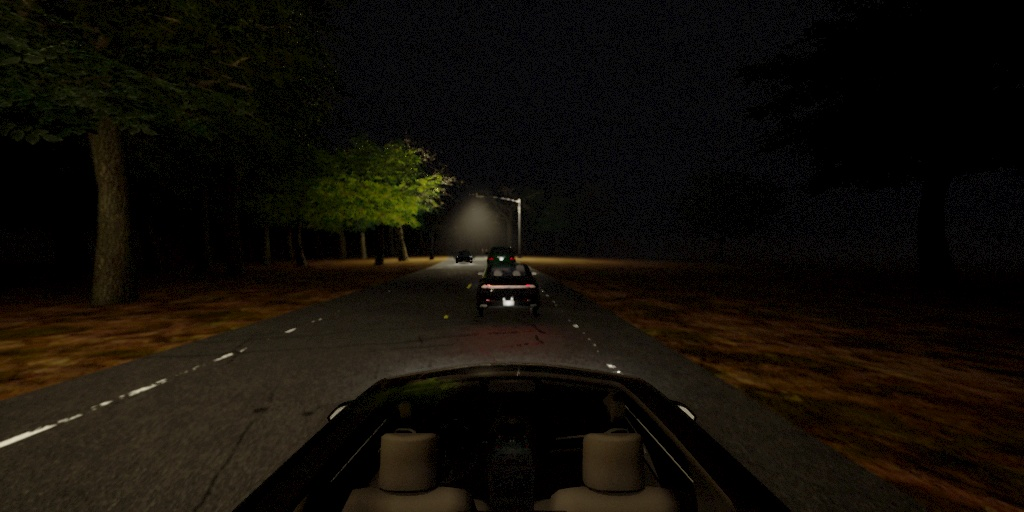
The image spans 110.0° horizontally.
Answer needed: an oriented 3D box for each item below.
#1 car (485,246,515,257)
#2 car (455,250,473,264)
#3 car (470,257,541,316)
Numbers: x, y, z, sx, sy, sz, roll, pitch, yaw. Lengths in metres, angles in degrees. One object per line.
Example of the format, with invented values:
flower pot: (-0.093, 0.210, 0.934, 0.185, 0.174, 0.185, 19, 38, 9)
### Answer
car: (-0.907, 0.253, 28.437, 2.150, 2.045, 5.566, 0, 1, -3)
car: (-5.863, -0.010, 44.263, 2.097, 1.767, 4.553, 0, 2, -5)
car: (-0.154, 0.962, 11.912, 2.128, 1.511, 4.902, 0, 2, -2)
